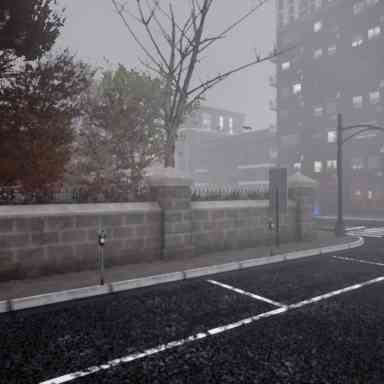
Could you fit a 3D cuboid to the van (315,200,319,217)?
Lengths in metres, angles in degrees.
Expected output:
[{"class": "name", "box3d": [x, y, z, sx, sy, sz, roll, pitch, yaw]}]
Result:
[{"class": "van", "box3d": [10.421, 1.646, 32.627, 1.690, 1.788, 3.998, -1, 0, -36]}]
